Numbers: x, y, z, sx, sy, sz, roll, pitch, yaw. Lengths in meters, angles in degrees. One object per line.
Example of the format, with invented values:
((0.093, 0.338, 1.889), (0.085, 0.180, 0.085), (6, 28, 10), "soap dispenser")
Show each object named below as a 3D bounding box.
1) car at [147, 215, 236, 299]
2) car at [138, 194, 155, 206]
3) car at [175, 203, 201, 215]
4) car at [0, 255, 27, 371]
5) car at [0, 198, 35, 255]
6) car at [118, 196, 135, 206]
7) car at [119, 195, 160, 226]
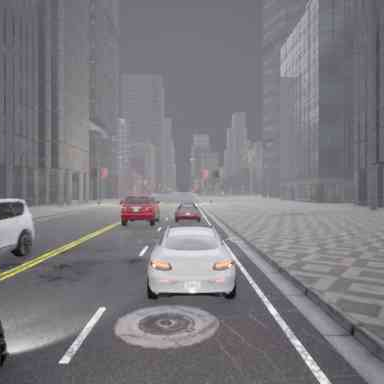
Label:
((-0.031, 1.523, 8.318), (1.812, 1.442, 4.674), (0, 0, -1), "car")
((-7.410, 1.312, 54.615), (2.097, 1.767, 4.553), (0, 0, -1), "car")
((-0.332, 1.551, 26.123), (1.994, 1.385, 4.181), (0, 0, -1), "car")
((-3.181, 1.563, 2.324), (1.994, 1.385, 4.181), (0, 0, -1), "car")
((-6.758, 1.218, 9.881), (2.150, 2.045, 5.566), (0, 0, -1), "car")
((-10.659, 1.432, 54.531), (1.882, 1.535, 5.008), (0, 0, -1), "car")
((-3.535, 1.212, 23.402), (2.150, 2.045, 5.566), (0, 0, -1), "car")
